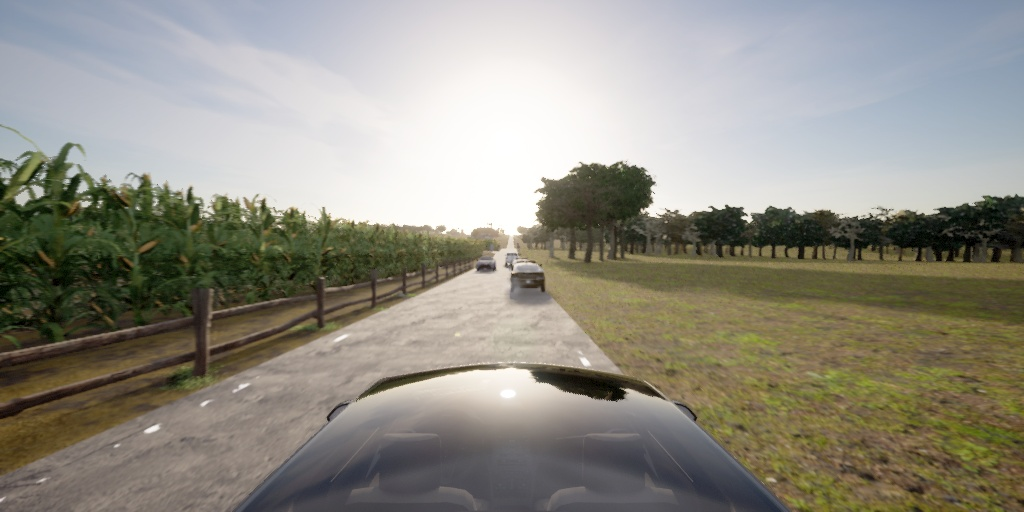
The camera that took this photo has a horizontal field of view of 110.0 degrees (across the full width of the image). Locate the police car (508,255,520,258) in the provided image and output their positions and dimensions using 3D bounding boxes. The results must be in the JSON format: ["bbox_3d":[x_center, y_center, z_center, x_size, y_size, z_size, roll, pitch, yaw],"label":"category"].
[{"bbox_3d":[0.828,0.976,30.766,1.930,1.638,5.238,0,1,0],"label":"police car"}]

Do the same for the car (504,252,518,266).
[{"bbox_3d":[0.007,0.366,55.154,2.150,2.045,5.566,0,1,0],"label":"car"}]

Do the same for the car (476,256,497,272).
[{"bbox_3d":[-2.831,0.771,40.141,2.097,1.767,4.553,0,1,0],"label":"car"}]

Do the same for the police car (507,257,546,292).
[{"bbox_3d":[0.827,1.083,20.765,1.930,1.638,5.238,0,1,0],"label":"police car"}]
